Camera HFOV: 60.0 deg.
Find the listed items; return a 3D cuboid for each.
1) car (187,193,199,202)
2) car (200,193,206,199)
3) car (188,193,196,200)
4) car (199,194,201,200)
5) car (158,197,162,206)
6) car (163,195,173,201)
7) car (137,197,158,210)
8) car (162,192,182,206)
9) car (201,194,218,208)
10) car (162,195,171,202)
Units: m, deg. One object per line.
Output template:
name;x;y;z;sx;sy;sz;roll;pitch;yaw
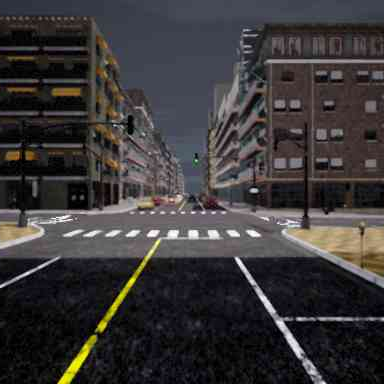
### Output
car;0.001;1.342;72.713;1.837;1.490;4.892;0;0;0
car;2.698;1.325;52.392;1.967;1.590;4.097;1;0;0
car;0.000;1.110;83.105;2.097;1.767;4.553;0;0;0
car;2.697;1.444;63.439;1.802;1.307;4.206;1;0;0
car;-5.684;1.430;52.406;1.887;1.381;4.507;1;0;0
car;-5.684;1.380;80.024;2.008;1.369;4.403;1;0;0
car;-5.683;1.434;41.189;1.752;1.417;4.829;1;0;0
car;-3.067;1.238;51.886;2.097;1.767;4.553;0;0;0
car;2.697;1.442;46.869;1.887;1.381;4.507;1;0;0
car;-5.684;1.366;74.330;1.752;1.417;4.829;1;0;0
